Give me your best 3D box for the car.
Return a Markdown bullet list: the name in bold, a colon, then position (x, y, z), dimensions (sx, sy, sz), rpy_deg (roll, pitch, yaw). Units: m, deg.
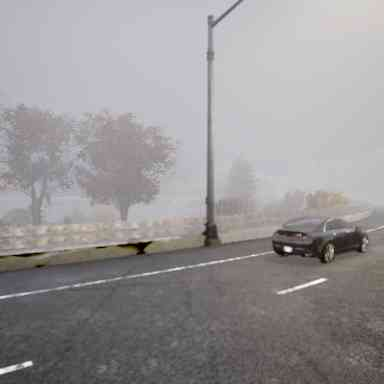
- **car**: position (4.967, 1.641, 12.529), dimensions (4.892, 1.490, 1.837), rpy_deg (0, 0, -41)
